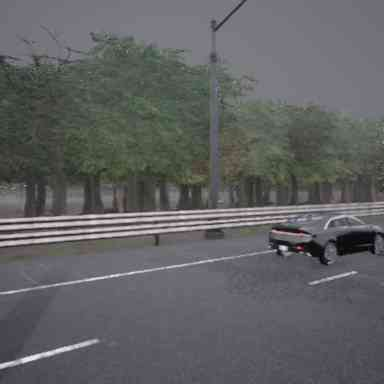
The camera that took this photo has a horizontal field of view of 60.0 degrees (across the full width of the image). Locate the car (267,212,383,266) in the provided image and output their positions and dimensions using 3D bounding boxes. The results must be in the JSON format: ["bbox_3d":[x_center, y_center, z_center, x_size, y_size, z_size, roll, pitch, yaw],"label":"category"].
[{"bbox_3d":[4.722,1.448,11.349,4.902,1.511,2.128,0,0,-35],"label":"car"}]
